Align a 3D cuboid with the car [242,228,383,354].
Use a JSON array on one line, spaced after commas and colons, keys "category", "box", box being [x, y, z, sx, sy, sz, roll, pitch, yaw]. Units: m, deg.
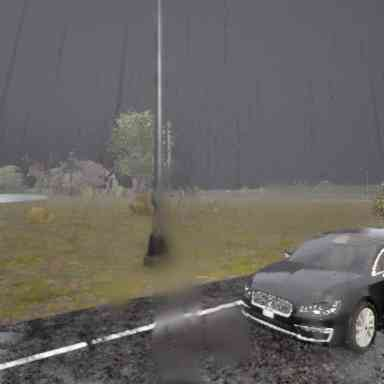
[{"category": "car", "box": [3.071, 1.483, 6.182, 4.892, 1.490, 1.837, 0, 0, -35]}]
